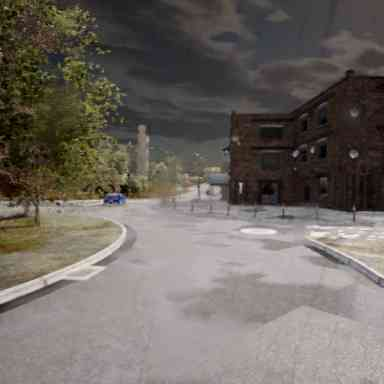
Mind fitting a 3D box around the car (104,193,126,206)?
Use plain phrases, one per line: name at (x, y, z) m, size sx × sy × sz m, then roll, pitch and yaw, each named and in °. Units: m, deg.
car at (-9.198, 0.797, 39.825) m, size 1.882 × 1.535 × 5.008 m, roll 0°, pitch 0°, yaw -2°
